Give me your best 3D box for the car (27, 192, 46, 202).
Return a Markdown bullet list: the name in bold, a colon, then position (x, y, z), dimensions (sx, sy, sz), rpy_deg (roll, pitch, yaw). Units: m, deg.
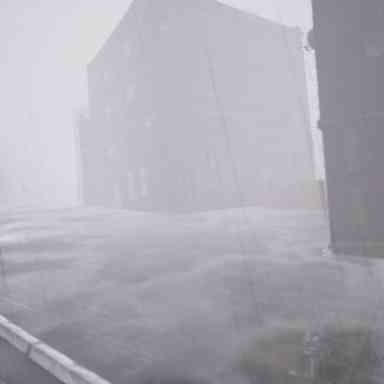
- **car**: position (-28.901, 0.854, 61.735), dimensions (2.128, 1.511, 4.902), rpy_deg (-4, 3, -1)
